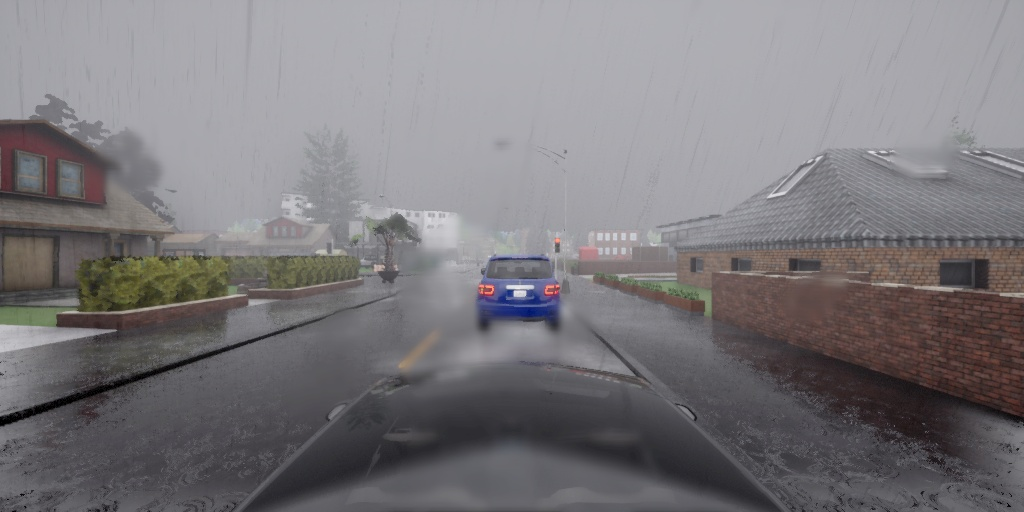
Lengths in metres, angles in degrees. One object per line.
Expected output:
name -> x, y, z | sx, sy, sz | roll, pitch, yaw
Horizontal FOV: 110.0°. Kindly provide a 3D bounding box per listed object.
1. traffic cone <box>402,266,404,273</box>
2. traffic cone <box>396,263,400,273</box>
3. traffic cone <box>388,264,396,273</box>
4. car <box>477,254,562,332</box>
traffic cone -> -14.020, 1.582, 47.536 | 0.344, 0.586, 0.344 | 0, 0, 0
traffic cone -> -15.027, 1.558, 46.504 | 0.344, 0.586, 0.344 | 0, 0, 0
traffic cone -> -15.393, 1.561, 45.937 | 0.344, 0.586, 0.344 | 0, 0, 0
car -> 0.191, 0.971, 11.049 | 2.150, 2.045, 5.566 | 0, 0, 0
